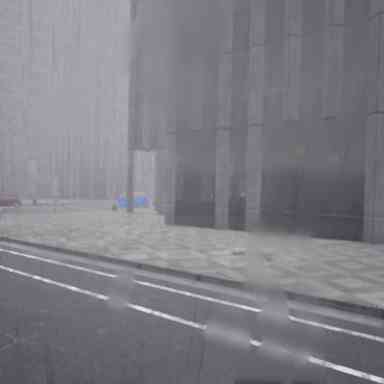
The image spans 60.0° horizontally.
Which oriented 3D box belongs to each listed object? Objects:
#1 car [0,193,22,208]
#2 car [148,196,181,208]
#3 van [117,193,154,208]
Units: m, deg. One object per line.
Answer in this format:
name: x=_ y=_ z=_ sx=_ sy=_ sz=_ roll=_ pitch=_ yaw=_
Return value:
car: x=-19.908 y=0.851 z=34.231 sx=1.967 sy=1.590 sz=4.097 roll=2 pitch=1 yaw=36
car: x=-3.451 y=1.214 z=42.494 sx=1.802 sy=1.307 sz=4.206 roll=2 pitch=1 yaw=36
van: x=-6.628 y=0.980 z=38.075 sx=1.690 sy=1.788 sz=3.998 roll=2 pitch=1 yaw=36
